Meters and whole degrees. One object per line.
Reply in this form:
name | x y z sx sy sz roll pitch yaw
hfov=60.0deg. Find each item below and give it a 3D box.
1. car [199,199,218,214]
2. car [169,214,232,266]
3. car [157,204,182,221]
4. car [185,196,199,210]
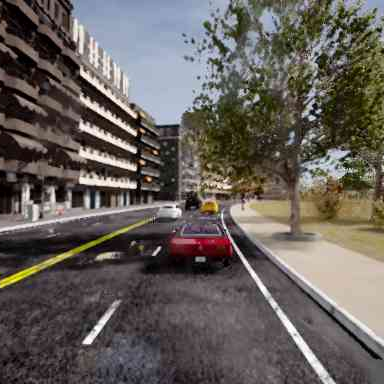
car | 2.312 1.886 42.332 1.882 1.535 5.008 0 -1 6
car | 0.312 1.709 11.964 1.895 1.301 4.718 0 -1 2
car | -2.016 1.802 30.051 1.812 1.442 4.674 0 -1 4
car | 0.252 1.745 52.949 2.150 2.045 5.566 0 -1 8
